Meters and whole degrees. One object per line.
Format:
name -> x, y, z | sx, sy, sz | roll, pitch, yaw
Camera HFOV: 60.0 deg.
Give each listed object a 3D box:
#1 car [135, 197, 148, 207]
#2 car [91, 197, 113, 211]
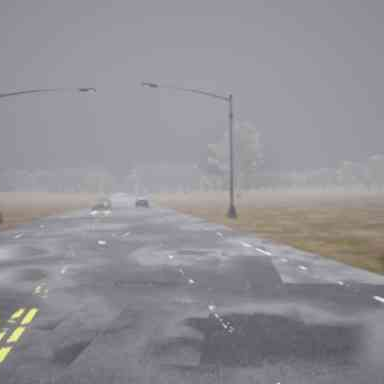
car -> -8.045, 1.558, 52.859 | 1.882, 1.535, 5.008 | -1, 0, -12
car -> -11.744, 1.490, 43.604 | 2.097, 1.767, 4.553 | -1, 0, -5
